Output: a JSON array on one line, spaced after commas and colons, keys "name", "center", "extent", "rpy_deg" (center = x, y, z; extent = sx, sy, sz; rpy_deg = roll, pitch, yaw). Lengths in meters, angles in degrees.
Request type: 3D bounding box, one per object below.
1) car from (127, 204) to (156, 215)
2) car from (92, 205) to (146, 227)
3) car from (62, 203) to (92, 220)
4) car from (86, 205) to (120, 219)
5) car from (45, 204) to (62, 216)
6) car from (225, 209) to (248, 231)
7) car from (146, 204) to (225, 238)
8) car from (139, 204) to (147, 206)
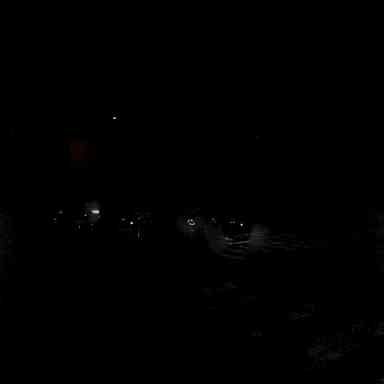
[{"name": "car", "center": [-6.883, 2.331, 45.225], "extent": [1.895, 1.301, 4.718], "rpy_deg": [0, -1, -36]}, {"name": "car", "center": [-6.091, 2.009, 27.277], "extent": [2.033, 1.411, 5.357], "rpy_deg": [0, -1, -35]}, {"name": "car", "center": [-11.931, 2.214, 35.286], "extent": [1.994, 1.385, 4.181], "rpy_deg": [0, -1, -36]}, {"name": "car", "center": [-10.467, 2.230, 38.786], "extent": [2.033, 1.411, 5.357], "rpy_deg": [0, -1, -36]}, {"name": "car", "center": [-17.763, 2.331, 43.322], "extent": [2.128, 1.511, 4.902], "rpy_deg": [0, -1, -36]}, {"name": "car", "center": [1.591, 1.800, 22.261], "extent": [1.837, 1.490, 4.892], "rpy_deg": [0, -1, -36]}, {"name": "car", "center": [-0.510, 1.636, 19.625], "extent": [2.097, 1.767, 4.553], "rpy_deg": [0, -1, -36]}, {"name": "car", "center": [-4.242, 2.082, 30.250], "extent": [1.895, 1.301, 4.718], "rpy_deg": [0, -1, -36]}]
